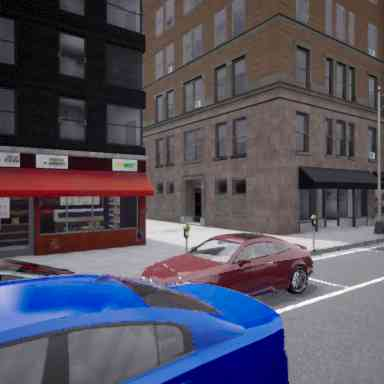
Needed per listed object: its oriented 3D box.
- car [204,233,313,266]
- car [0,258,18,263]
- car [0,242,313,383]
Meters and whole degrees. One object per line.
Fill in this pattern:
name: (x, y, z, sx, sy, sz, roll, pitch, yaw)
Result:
car: (0.914, 1.582, 7.183, 4.206, 1.307, 1.802, 0, 0, -35)
car: (-3.566, 1.566, 3.991, 4.313, 1.339, 1.947, 0, 0, -35)
car: (-1.438, 1.477, 2.352, 5.008, 1.535, 1.882, 0, 0, -35)
